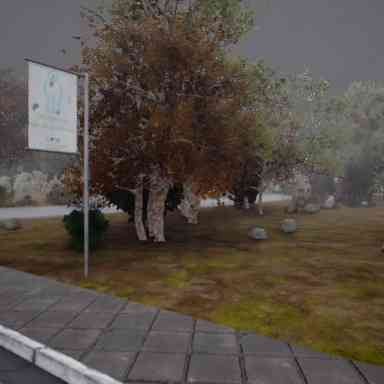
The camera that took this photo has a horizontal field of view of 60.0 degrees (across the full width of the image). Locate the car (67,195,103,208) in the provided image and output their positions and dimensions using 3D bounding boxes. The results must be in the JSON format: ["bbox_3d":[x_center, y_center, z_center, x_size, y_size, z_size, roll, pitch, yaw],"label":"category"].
[{"bbox_3d":[-15.379,1.338,48.116,2.097,1.767,4.553,0,0,38],"label":"car"}]

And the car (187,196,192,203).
[{"bbox_3d":[-2.039,1.186,60.025,2.150,2.045,5.566,0,0,35],"label":"car"}]

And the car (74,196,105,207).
[{"bbox_3d":[-13.688,1.554,44.591,1.994,1.385,4.181,0,0,38],"label":"car"}]
